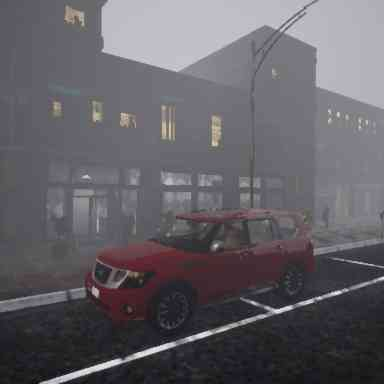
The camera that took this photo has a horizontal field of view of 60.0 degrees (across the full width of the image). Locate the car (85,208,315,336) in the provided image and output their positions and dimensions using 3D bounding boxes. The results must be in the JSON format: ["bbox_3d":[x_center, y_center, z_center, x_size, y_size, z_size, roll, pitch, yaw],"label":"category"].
[{"bbox_3d":[0.475,1.315,6.878,5.009,1.841,2.192,0,1,-35],"label":"car"}]
